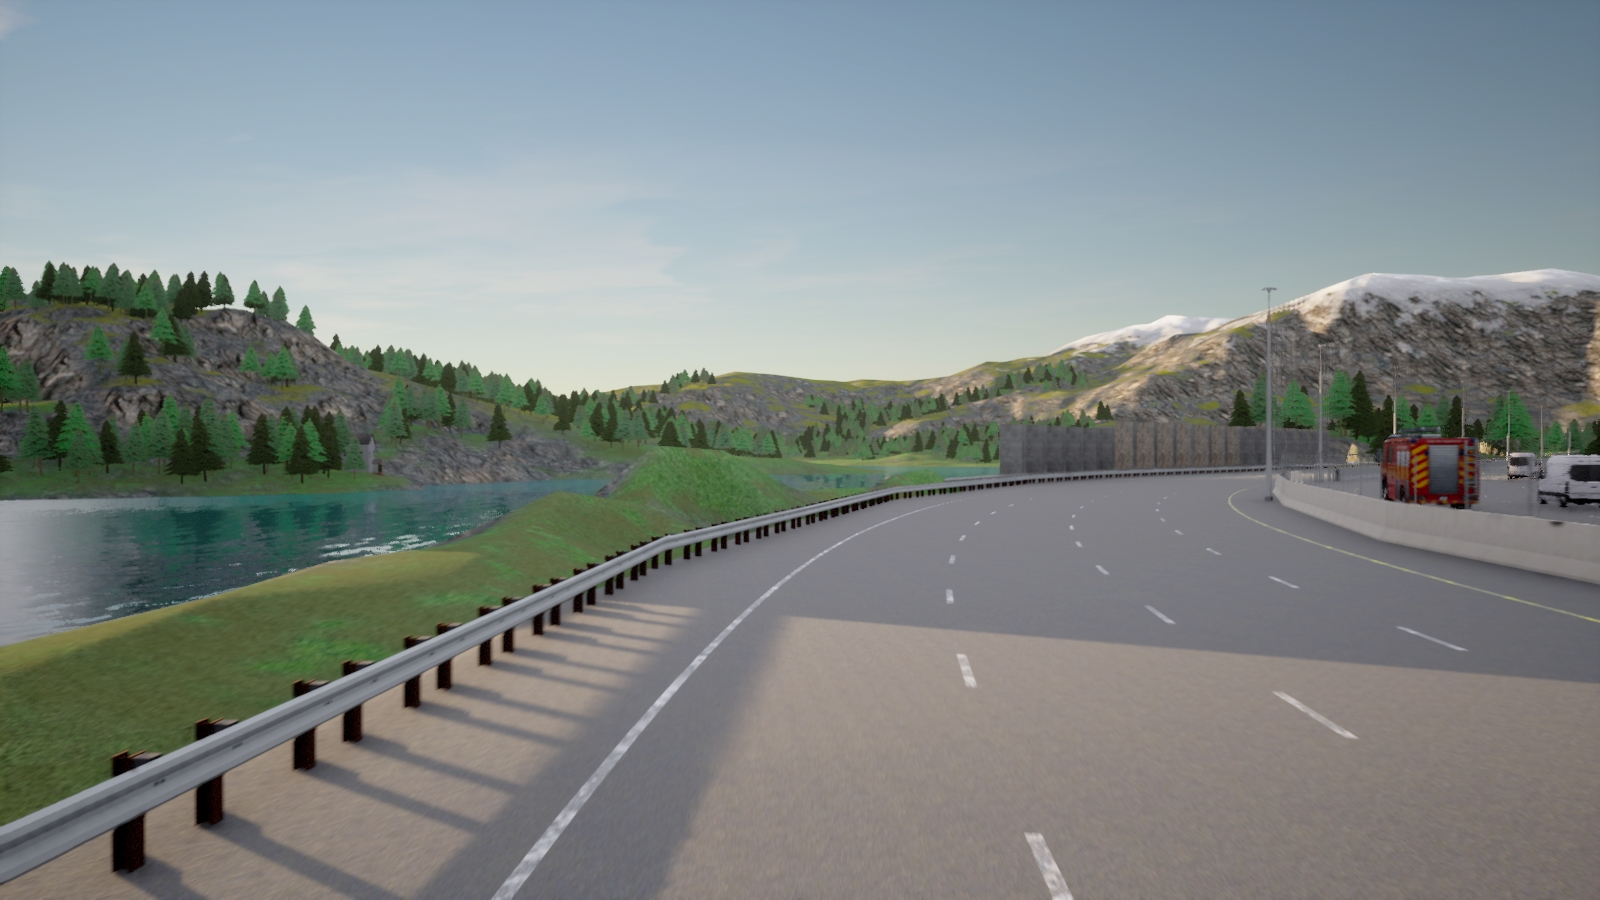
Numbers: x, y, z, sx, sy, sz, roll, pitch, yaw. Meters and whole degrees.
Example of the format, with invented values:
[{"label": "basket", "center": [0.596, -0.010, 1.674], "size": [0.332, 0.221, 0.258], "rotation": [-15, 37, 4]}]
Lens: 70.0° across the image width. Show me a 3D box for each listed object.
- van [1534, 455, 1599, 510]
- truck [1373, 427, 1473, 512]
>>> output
[{"label": "van", "center": [38.339, 1.526, 56.715], "size": [1.988, 2.561, 5.915], "rotation": [0, 0, 21]}, {"label": "truck", "center": [30.255, 0.879, 55.826], "size": [2.891, 3.827, 8.468], "rotation": [0, 0, 19]}]
